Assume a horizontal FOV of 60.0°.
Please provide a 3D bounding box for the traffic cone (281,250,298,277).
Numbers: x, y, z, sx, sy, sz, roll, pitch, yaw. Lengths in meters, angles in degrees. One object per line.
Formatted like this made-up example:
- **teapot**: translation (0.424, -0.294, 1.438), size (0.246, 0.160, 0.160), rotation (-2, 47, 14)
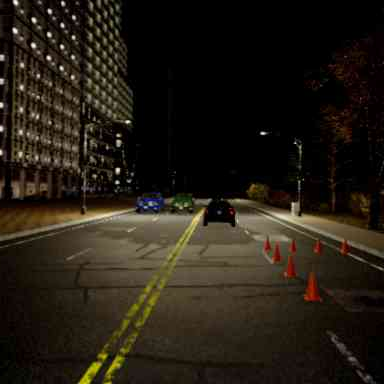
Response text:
- **traffic cone**: translation (2.735, 2.003, 9.190), size (0.340, 0.580, 0.340), rotation (1, 0, 4)

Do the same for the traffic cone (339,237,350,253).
- **traffic cone**: translation (5.988, 2.072, 12.986), size (0.340, 0.580, 0.340), rotation (1, 0, 4)

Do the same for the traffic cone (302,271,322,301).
- **traffic cone**: translation (2.605, 2.003, 7.194), size (0.340, 0.580, 0.340), rotation (1, 0, 4)

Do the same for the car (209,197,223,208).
- **car**: translation (3.683, 1.567, 50.808), size (1.994, 1.385, 4.181), rotation (1, 0, 4)

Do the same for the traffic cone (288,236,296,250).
- **traffic cone**: translation (3.993, 2.025, 13.116), size (0.340, 0.580, 0.340), rotation (1, 0, 4)

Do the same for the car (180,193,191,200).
- **car**: translation (-1.428, 1.055, 73.711), size (1.994, 1.385, 4.181), rotation (1, 0, 4)

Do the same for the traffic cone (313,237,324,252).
- **traffic cone**: translation (4.990, 2.049, 13.051), size (0.340, 0.580, 0.340), rotation (1, 0, 4)

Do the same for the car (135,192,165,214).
- **car**: translation (-4.129, 1.066, 33.718), size (2.150, 2.045, 5.566), rotation (1, 0, 4)

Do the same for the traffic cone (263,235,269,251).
- **traffic cone**: translation (2.995, 2.002, 13.181), size (0.340, 0.580, 0.340), rotation (1, 0, 4)

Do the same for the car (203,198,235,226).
- **car**: translation (1.911, 1.356, 23.537), size (2.097, 1.767, 4.553), rotation (1, 0, 4)

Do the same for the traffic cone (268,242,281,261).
- **traffic cone**: translation (2.864, 2.002, 11.186), size (0.340, 0.580, 0.340), rotation (1, 0, 4)

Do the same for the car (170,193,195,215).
- **car**: translation (-0.850, 1.145, 34.067), size (2.150, 2.045, 5.566), rotation (1, 0, 4)
